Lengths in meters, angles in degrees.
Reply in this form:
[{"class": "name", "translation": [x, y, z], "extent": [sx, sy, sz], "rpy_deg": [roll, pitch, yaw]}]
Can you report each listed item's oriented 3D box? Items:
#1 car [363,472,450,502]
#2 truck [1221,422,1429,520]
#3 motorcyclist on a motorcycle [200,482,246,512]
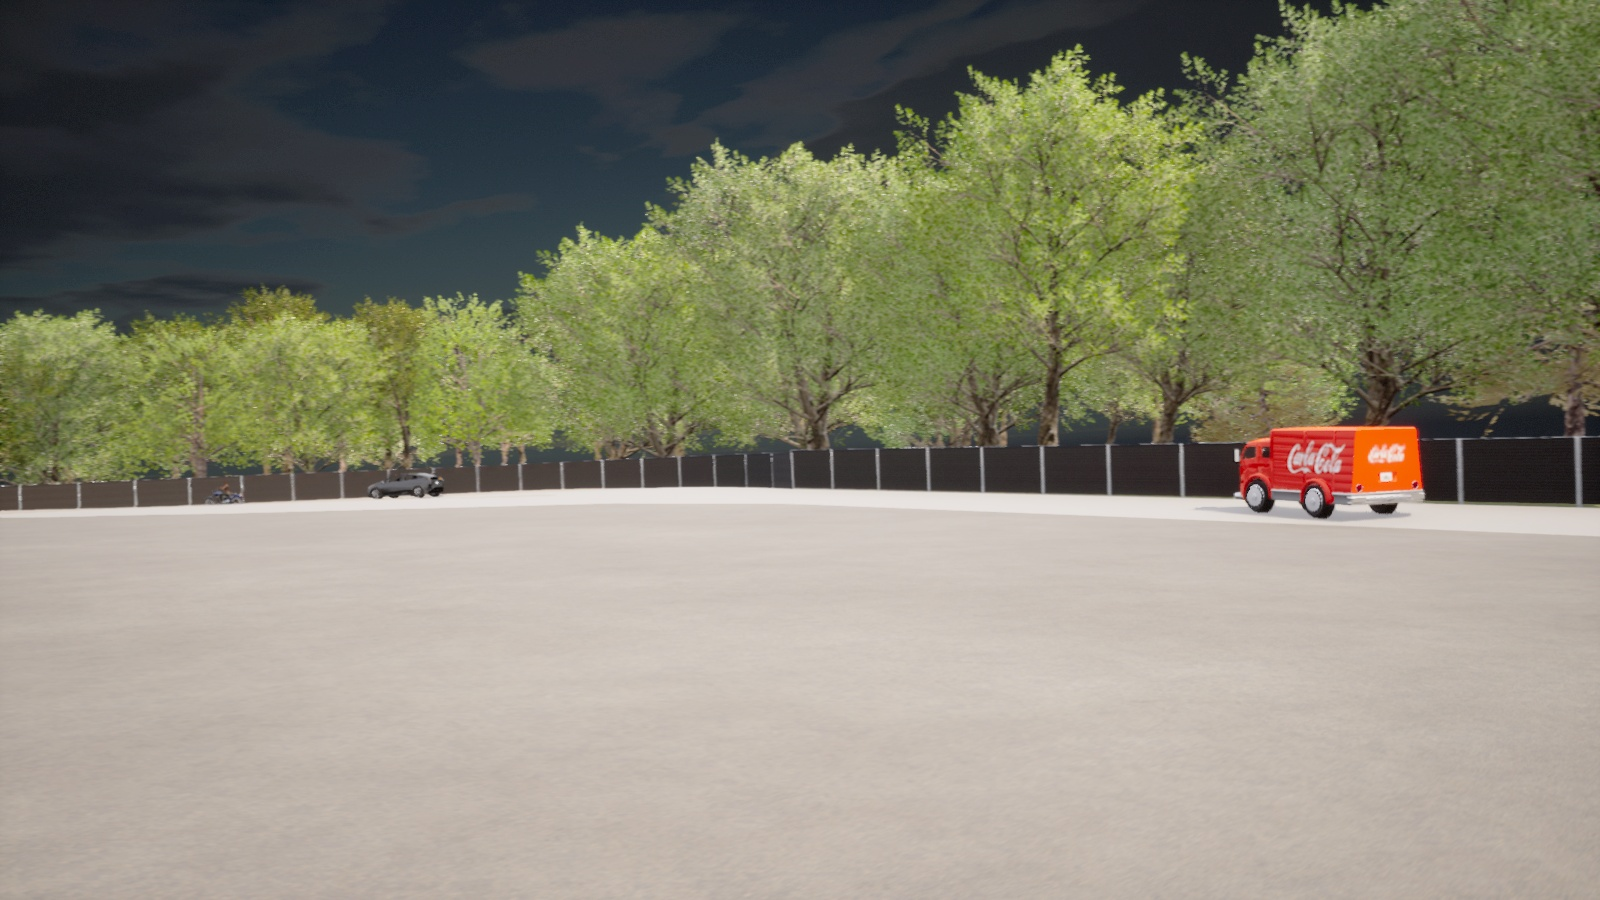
[{"class": "car", "translation": [-23.304, 2.176, 74.367], "extent": [4.514, 1.525, 2.007], "rpy_deg": [-3, 0, 17]}, {"class": "truck", "translation": [14.690, 0.514, 35.556], "extent": [2.627, 2.467, 5.204], "rpy_deg": [-2, 1, -18]}, {"class": "motorcyclist on a motorcycle", "translation": [-34.747, 2.800, 75.630], "extent": [2.350, 1.649, 0.766], "rpy_deg": [-3, 0, -5]}]
